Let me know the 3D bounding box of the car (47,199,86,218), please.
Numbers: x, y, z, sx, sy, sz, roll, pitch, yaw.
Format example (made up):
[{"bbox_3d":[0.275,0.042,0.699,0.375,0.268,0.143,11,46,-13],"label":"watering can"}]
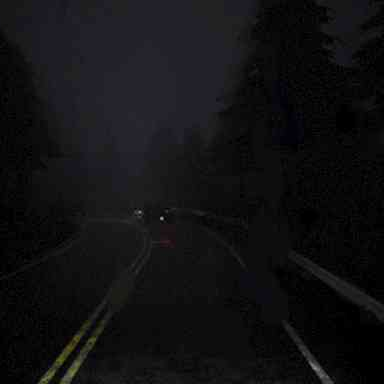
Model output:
[{"bbox_3d":[-11.447,1.645,30.453,2.128,1.511,4.902,-4,2,-44],"label":"car"}]

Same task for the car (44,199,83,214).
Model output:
[{"bbox_3d":[-14.563,1.625,37.533,4.892,1.490,1.837,-2,3,38],"label":"car"}]

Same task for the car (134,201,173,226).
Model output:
[{"bbox_3d":[-2.757,1.385,22.926,1.837,1.490,4.892,-1,1,-21],"label":"car"}]
